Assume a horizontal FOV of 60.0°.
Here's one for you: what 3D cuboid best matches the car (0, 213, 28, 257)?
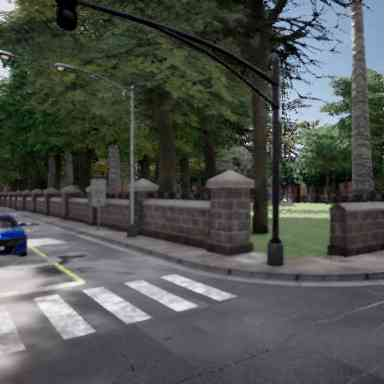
[{"bbox_3d":[-7.707,1.588,12.883,1.882,1.535,5.008,0,0,-36],"label":"car"}]
